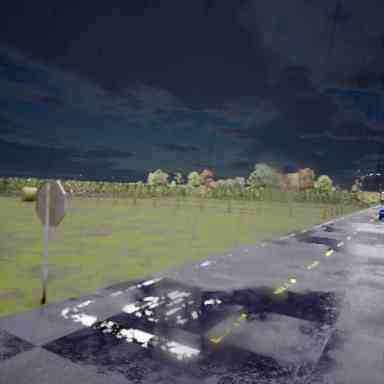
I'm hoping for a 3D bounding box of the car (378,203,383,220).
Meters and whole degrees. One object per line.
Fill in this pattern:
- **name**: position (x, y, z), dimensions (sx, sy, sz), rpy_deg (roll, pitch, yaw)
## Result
- **car**: position (20.765, 2.190, 34.921), dimensions (1.882, 1.535, 5.008), rpy_deg (2, 0, 32)
